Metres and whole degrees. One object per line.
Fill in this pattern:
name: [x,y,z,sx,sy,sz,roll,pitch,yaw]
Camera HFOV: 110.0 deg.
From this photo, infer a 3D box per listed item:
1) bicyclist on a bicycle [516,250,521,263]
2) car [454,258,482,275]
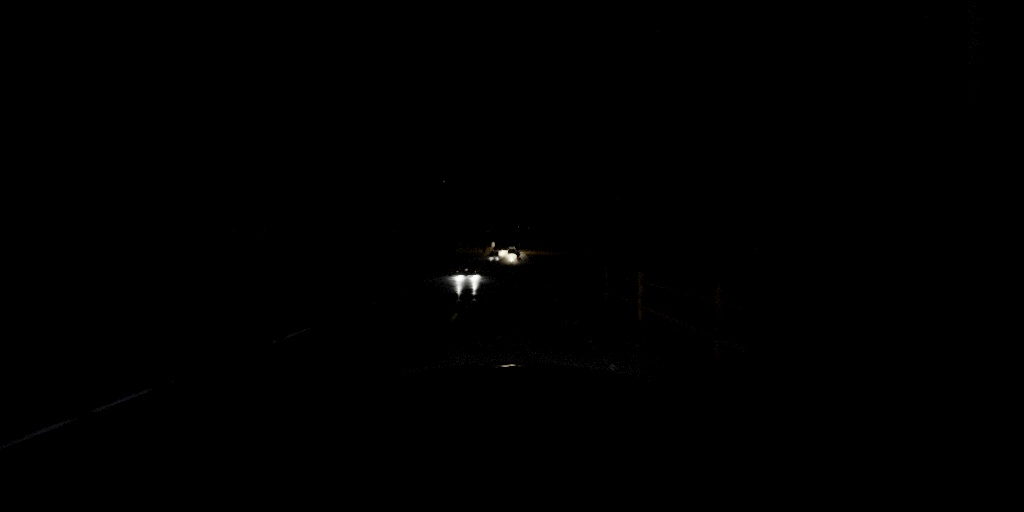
bicyclist on a bicycle: [0.951,0.109,52.026,0.659,1.776,1.843,0,2,0]
car: [-3.591,0.855,30.201,1.994,1.385,4.181,0,1,0]
